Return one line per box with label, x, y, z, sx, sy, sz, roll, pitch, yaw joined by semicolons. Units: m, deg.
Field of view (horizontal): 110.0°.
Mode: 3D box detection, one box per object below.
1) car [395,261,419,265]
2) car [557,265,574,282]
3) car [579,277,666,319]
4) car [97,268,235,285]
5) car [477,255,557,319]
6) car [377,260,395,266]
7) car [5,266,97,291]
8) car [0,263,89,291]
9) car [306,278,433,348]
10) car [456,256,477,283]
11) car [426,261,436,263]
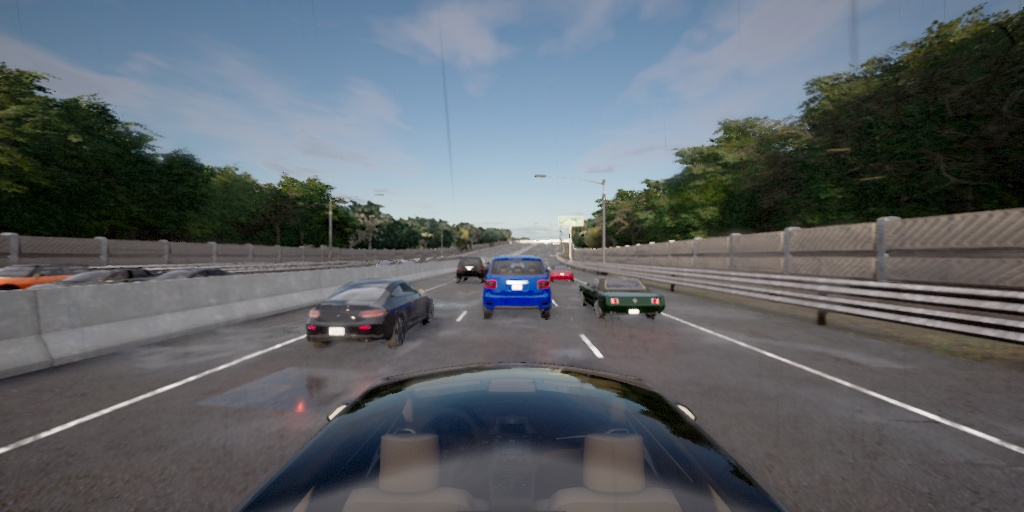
car;-16.189;1.424;57.039;2.033;1.411;5.357;0;0;3
car;3.990;1.397;30.138;1.994;1.385;4.181;0;0;1
car;3.675;1.385;12.939;1.895;1.301;4.718;0;0;1
car;-13.992;1.285;15.414;1.837;1.490;4.892;0;0;1
car;0.177;1.004;13.081;2.150;2.045;5.566;0;0;1
car;-19.685;1.421;57.161;2.033;1.411;5.357;0;0;3
car;-17.490;1.284;15.535;1.837;1.490;4.892;0;0;1
car;-20.987;1.129;15.616;2.097;1.767;4.553;0;0;1
car;-3.358;1.295;9.214;1.812;1.442;4.674;0;0;0
car;-3.050;1.045;28.775;2.150;2.045;5.566;0;0;1
car;-12.685;1.444;57.191;1.994;1.385;4.181;0;0;3
